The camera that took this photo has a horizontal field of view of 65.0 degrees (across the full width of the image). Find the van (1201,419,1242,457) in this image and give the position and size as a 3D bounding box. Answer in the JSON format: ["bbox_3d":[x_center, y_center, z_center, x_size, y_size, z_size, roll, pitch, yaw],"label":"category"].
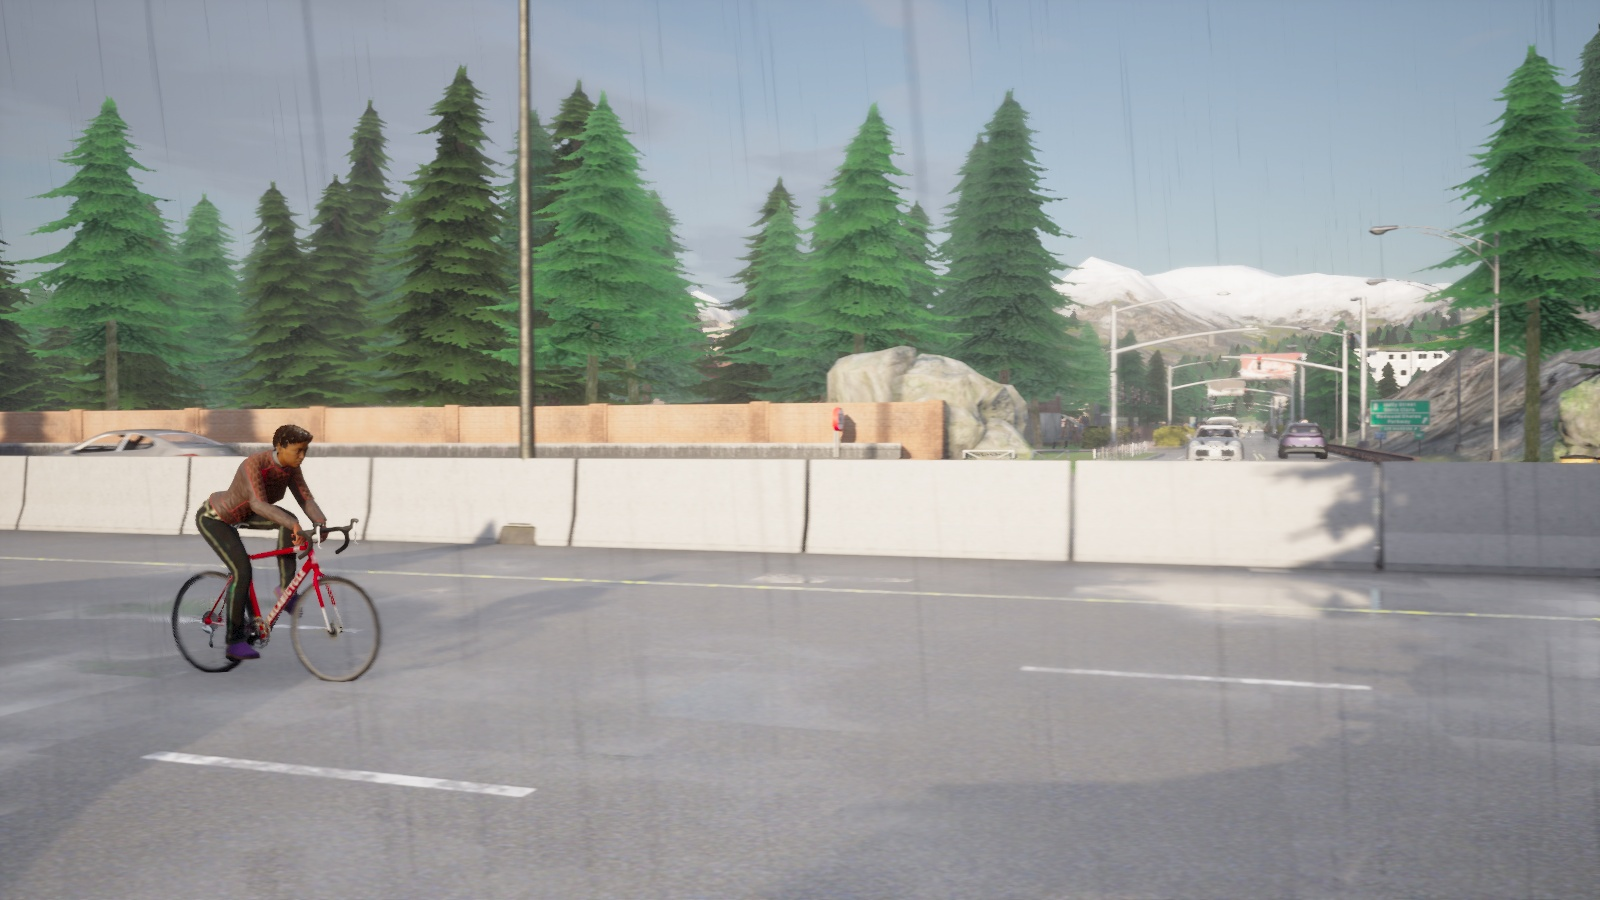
[{"bbox_3d":[23.375,-0.659,69.633,2.069,2.038,4.480,0,0,19],"label":"van"}]

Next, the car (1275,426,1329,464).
[{"bbox_3d":[22.513,-0.258,56.471,2.033,1.649,4.856,1,1,19],"label":"car"}]

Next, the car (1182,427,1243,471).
[{"bbox_3d":[14.522,-0.056,44.133,1.970,1.475,3.806,1,1,19],"label":"car"}]

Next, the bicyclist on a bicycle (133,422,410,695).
[{"bbox_3d":[-3.376,0.637,8.021,1.656,1.620,0.582,1,1,19],"label":"bicyclist on a bicycle"}]

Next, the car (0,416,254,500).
[{"bbox_3d":[-14.336,0.122,26.476,5.027,1.651,2.152,1,1,19],"label":"car"}]
